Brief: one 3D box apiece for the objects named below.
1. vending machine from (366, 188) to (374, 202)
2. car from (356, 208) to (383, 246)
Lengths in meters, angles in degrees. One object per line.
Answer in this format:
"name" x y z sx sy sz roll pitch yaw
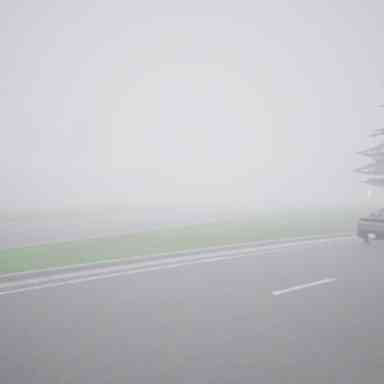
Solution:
"vending machine" 26.834 0.401 50.115 0.880 2.100 1.100 -1 1 21
"car" 8.434 1.272 12.557 4.902 1.511 2.128 -1 1 -25
